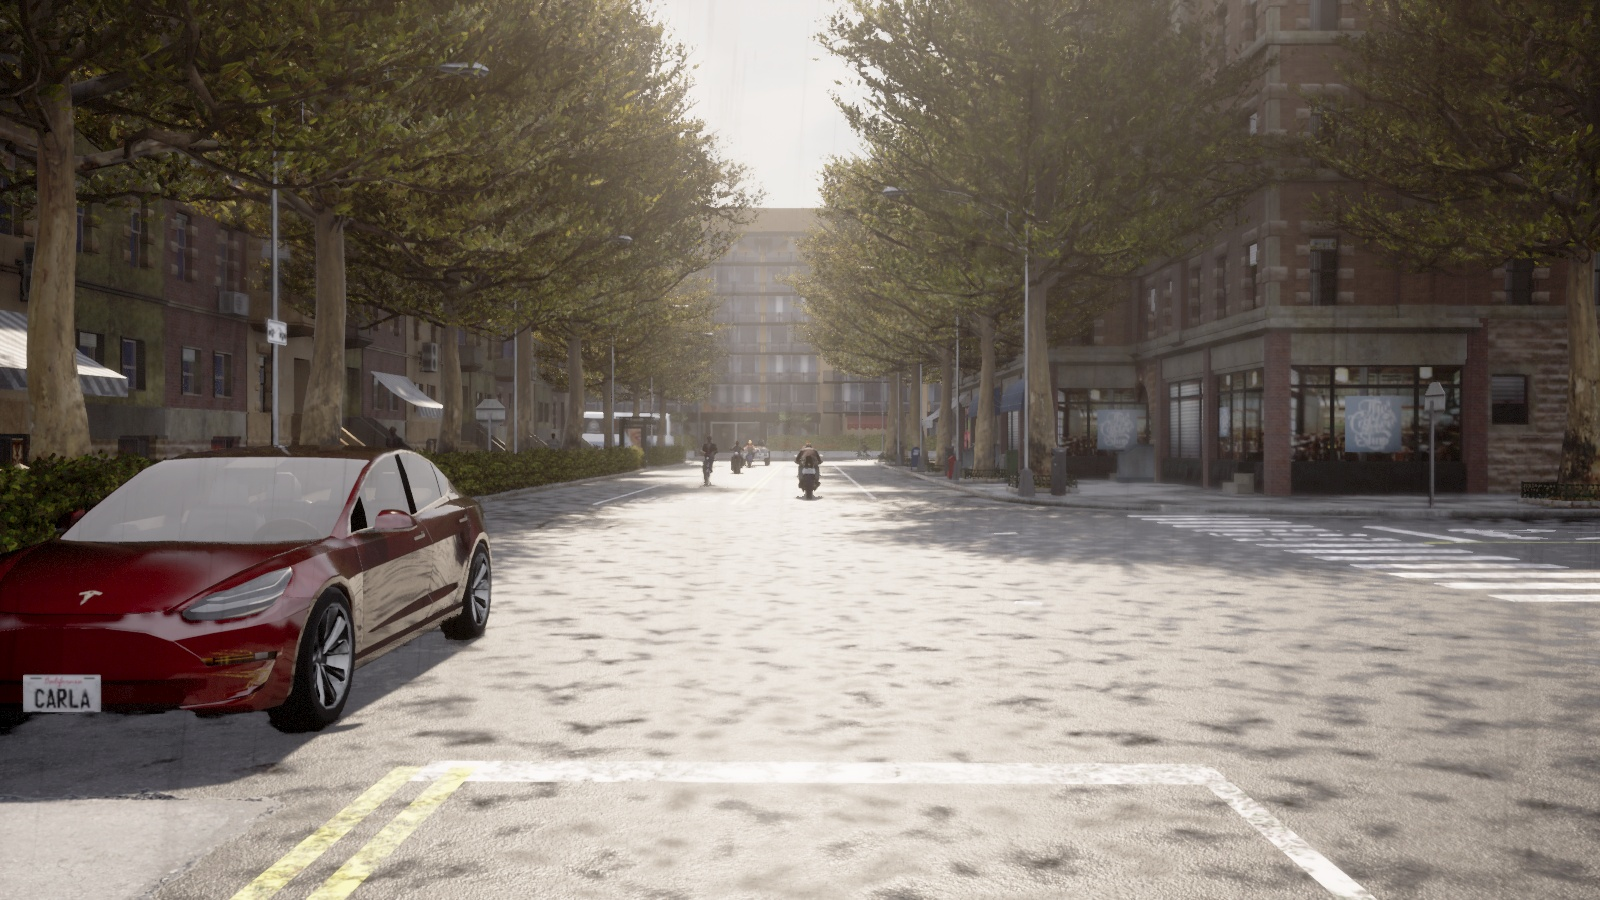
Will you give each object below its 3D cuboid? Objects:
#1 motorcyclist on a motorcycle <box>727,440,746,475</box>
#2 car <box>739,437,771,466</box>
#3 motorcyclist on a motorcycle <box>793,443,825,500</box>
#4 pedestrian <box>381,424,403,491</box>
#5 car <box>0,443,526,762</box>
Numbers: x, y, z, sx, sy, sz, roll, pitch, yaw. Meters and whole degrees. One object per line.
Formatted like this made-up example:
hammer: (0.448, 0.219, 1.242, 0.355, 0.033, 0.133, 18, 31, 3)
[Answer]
motorcyclist on a motorcycle: (-3.080, 0.350, 61.238, 0.766, 1.649, 2.350, 0, 1, 1)
car: (-2.980, 0.089, 83.549, 1.932, 1.855, 4.605, 0, 0, 0)
motorcyclist on a motorcycle: (0.243, 0.585, 34.808, 0.866, 1.530, 2.191, 0, 0, 0)
pedestrian: (-11.368, 0.197, 34.989, 0.376, 1.854, 0.720, 0, 0, 2)
car: (-3.413, 0.697, 8.248, 2.163, 1.488, 4.792, 0, 0, 0)
